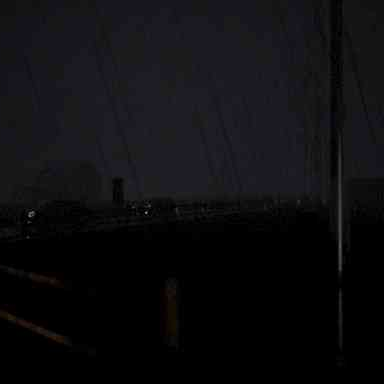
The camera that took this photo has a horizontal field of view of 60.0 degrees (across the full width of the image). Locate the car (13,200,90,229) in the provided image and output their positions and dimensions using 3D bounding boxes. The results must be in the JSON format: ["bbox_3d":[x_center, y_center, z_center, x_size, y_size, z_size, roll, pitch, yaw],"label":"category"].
[{"bbox_3d":[-9.090,1.329,21.747,2.097,1.767,4.553,-1,0,36],"label":"car"}]

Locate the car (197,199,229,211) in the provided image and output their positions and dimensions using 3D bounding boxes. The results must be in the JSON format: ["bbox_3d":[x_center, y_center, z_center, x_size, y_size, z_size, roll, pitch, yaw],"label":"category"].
[{"bbox_3d":[2.363,1.492,38.267,1.895,1.301,4.718,-1,0,35],"label":"car"}]

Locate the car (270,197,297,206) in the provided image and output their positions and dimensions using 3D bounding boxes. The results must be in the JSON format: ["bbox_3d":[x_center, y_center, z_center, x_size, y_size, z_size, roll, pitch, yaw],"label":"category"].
[{"bbox_3d":[13.789,1.390,49.684,1.895,1.301,4.718,-1,0,35],"label":"car"}]

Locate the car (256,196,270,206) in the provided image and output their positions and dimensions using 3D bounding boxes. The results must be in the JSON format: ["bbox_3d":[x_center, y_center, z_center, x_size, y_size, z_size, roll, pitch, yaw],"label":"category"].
[{"bbox_3d":[11.422,1.381,51.286,1.994,1.385,4.181,-1,0,35],"label":"car"}]

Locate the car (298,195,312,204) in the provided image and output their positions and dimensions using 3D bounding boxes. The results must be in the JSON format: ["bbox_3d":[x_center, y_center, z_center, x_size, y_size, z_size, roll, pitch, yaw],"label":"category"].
[{"bbox_3d":[19.424,1.243,57.885,1.837,1.490,4.892,-1,0,34],"label":"car"}]

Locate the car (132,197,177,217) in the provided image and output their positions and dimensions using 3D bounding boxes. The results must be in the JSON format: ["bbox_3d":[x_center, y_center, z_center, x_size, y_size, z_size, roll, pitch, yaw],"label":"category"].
[{"bbox_3d":[-3.323,1.286,30.016,2.097,1.767,4.553,-1,0,35],"label":"car"}]
